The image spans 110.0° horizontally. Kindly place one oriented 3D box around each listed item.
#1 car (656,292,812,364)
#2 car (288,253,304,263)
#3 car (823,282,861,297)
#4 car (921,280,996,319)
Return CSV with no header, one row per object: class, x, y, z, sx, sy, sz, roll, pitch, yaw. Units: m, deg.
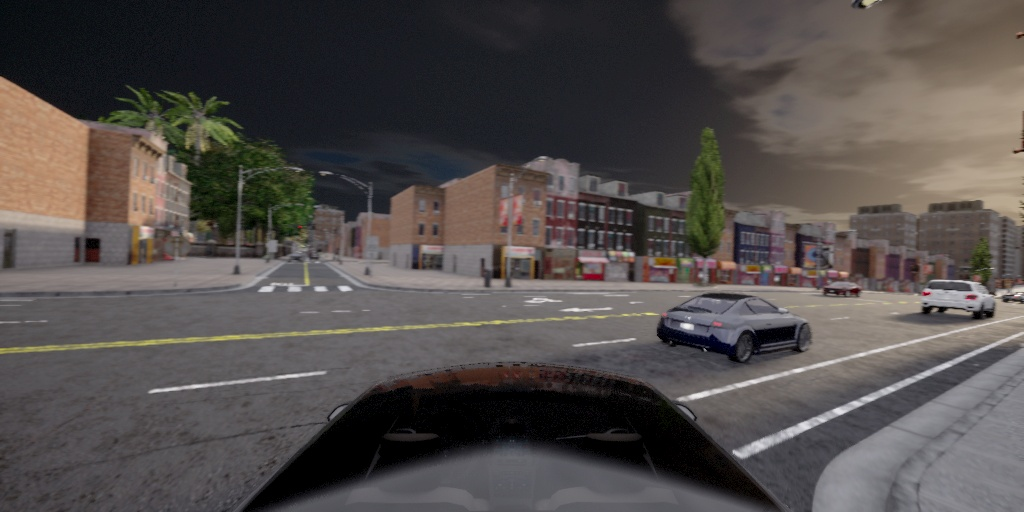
car,5.635,1.641,9.040,4.181,1.385,1.994,3,-1,-30
car,-32.641,0.291,54.251,2.033,1.411,5.357,2,0,-30
car,33.968,3.378,36.885,5.008,1.535,1.882,4,-1,-30
car,26.335,2.492,21.139,5.566,2.045,2.150,4,-1,-30
